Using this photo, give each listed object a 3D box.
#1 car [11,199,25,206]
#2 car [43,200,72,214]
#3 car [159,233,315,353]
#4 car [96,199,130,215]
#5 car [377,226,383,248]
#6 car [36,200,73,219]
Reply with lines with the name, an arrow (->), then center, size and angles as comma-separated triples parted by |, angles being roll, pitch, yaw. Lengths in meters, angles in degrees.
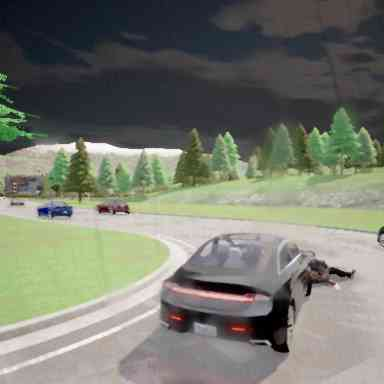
car -> -32.375, 1.889, 61.804 | 1.895, 1.301, 4.718 | 1, 0, -33
car -> -16.257, 1.735, 40.158 | 1.812, 1.442, 4.674 | 1, 0, -41
car -> 1.181, 1.542, 6.396 | 2.128, 1.511, 4.902 | 0, 0, 25
car -> -8.918, 1.573, 37.223 | 2.097, 1.767, 4.553 | 1, -1, -44
car -> 9.002, 1.633, 12.505 | 1.837, 1.490, 4.892 | 2, 0, -1
car -> -12.991, 1.639, 31.350 | 1.882, 1.535, 5.008 | 1, 0, -44
